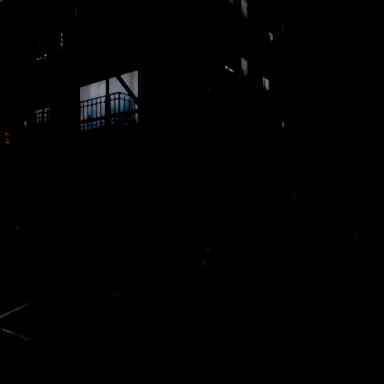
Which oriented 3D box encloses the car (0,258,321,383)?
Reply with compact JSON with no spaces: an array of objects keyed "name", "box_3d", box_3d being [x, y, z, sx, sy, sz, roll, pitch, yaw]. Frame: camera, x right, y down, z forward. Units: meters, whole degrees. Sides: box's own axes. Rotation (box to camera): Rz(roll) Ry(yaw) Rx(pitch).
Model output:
[{"name":"car","box_3d":[-0.892,1.566,3.510,4.313,1.339,1.947,0,0,35]}]
